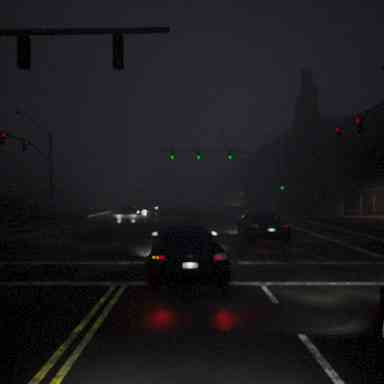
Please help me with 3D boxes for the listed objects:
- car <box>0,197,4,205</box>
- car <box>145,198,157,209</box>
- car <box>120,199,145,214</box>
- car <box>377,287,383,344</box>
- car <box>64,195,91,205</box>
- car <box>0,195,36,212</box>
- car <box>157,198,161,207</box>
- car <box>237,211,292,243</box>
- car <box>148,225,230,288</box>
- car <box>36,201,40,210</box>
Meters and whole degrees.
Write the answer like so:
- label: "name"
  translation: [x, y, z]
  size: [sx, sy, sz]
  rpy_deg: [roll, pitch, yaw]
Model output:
- label: "car"
  translation: [-38.884, 1.709, 64.592]
  size: [3.905, 1.438, 1.784]
  rpy_deg: [0, 0, 0]
- label: "car"
  translation: [-7.010, 1.753, 49.042]
  size: [2.128, 1.511, 4.902]
  rpy_deg: [0, 0, 2]
- label: "car"
  translation: [-7.213, 1.688, 39.491]
  size: [1.882, 1.535, 5.008]
  rpy_deg: [0, 0, 1]
- label: "car"
  translation: [3.595, 1.493, 2.793]
  size: [1.882, 1.535, 5.008]
  rpy_deg: [0, 0, 0]
- label: "car"
  translation: [-21.430, 1.485, 61.704]
  size: [3.866, 1.878, 1.905]
  rpy_deg: [0, 0, 0]
- label: "car"
  translation: [-21.464, 1.363, 39.187]
  size: [4.605, 1.855, 1.932]
  rpy_deg: [0, 0, 0]
- label: "car"
  translation: [-6.684, 1.840, 59.149]
  size: [1.812, 1.442, 4.674]
  rpy_deg: [0, 0, 2]
- label: "car"
  translation: [3.490, 1.653, 16.641]
  size: [1.994, 1.385, 4.181]
  rpy_deg: [0, 0, 0]
- label: "car"
  translation: [-0.199, 1.615, 9.420]
  size: [1.994, 1.385, 4.181]
  rpy_deg: [0, 0, -4]
- label: "car"
  translation: [-21.408, 1.381, 42.081]
  size: [3.866, 1.878, 1.905]
  rpy_deg: [0, 0, 0]
